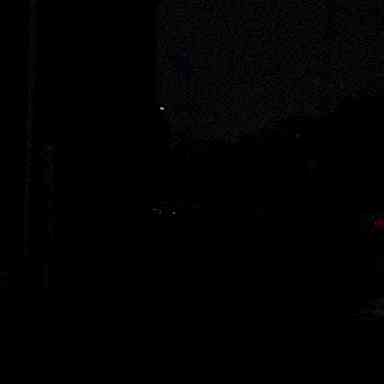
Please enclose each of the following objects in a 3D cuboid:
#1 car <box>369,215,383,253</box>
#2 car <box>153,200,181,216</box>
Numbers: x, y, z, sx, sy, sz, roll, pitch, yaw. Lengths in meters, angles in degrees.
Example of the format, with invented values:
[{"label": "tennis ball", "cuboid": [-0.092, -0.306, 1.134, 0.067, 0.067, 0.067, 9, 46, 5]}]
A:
[{"label": "car", "cuboid": [8.506, 1.257, 10.948, 2.097, 1.767, 4.553, 2, -1, -36]}, {"label": "car", "cuboid": [-3.177, 1.534, 32.559, 2.033, 1.411, 5.357, 2, -1, -36]}]
